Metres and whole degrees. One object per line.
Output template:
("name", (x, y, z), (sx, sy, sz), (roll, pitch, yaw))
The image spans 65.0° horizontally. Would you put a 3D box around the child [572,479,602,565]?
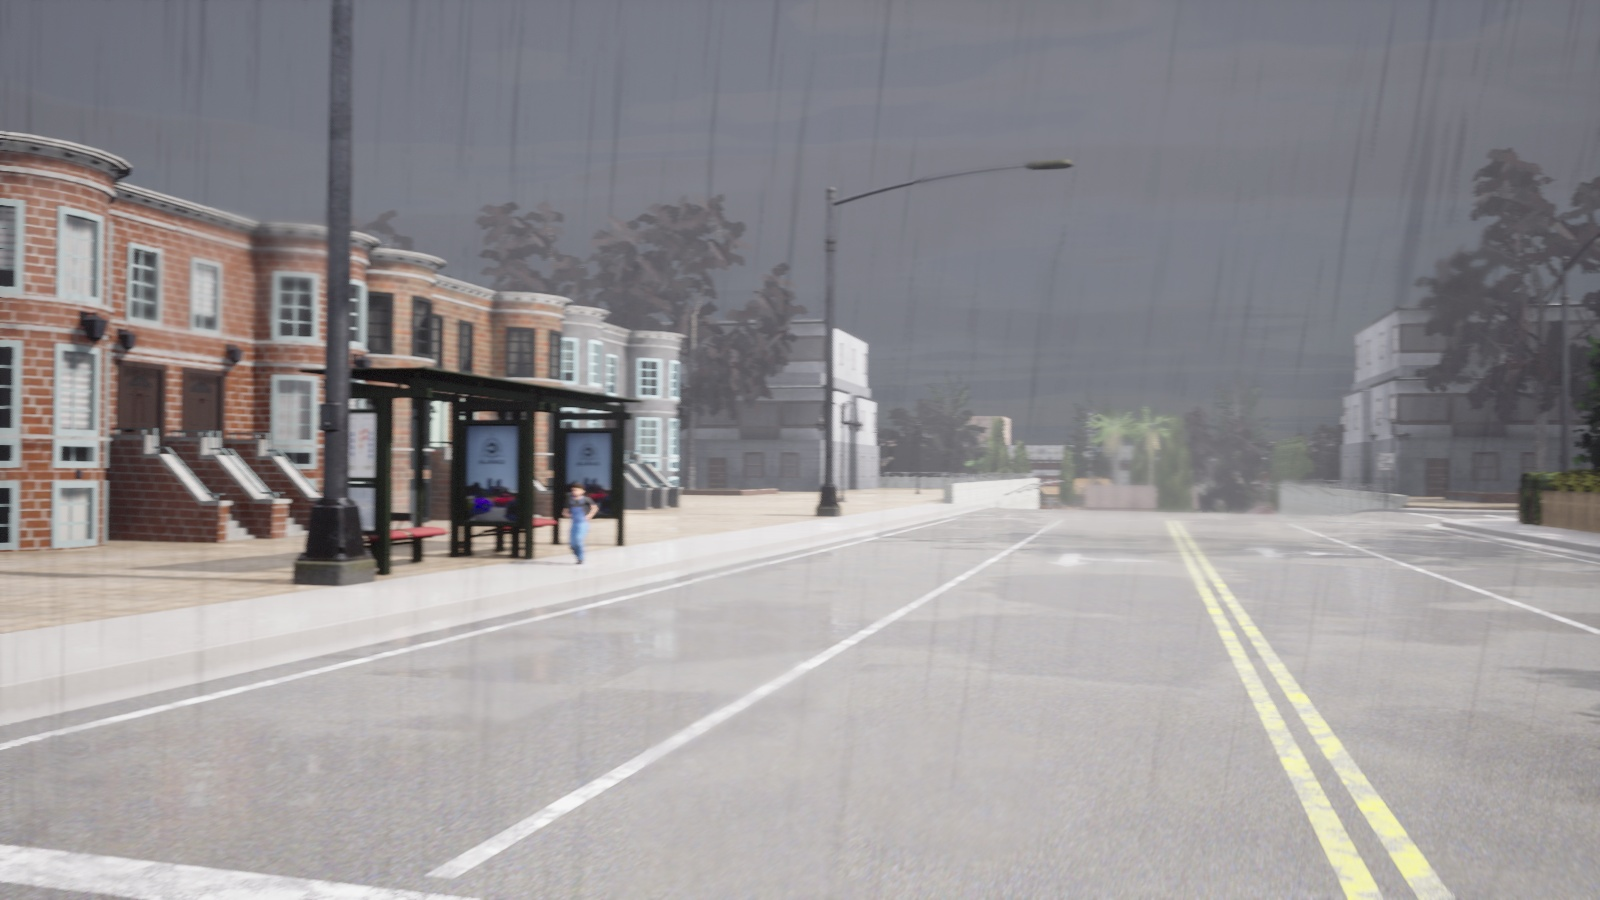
("child", (-3.148, 1.056, 18.582), (0.270, 1.263, 0.437), (0, -1, 15))
